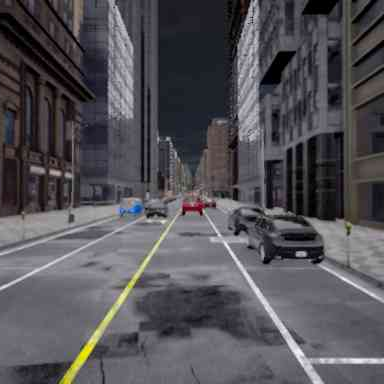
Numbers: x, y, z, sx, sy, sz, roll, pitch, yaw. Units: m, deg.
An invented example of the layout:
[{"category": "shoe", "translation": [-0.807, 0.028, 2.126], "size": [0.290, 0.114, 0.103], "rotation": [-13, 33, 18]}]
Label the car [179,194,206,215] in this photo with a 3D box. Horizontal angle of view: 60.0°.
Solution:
[{"category": "car", "translation": [0.046, 1.374, 35.493], "size": [2.150, 2.045, 5.566], "rotation": [0, 0, 0]}]

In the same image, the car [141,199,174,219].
[{"category": "car", "translation": [-3.116, 1.680, 31.098], "size": [2.033, 1.411, 5.357], "rotation": [0, 0, 0]}]

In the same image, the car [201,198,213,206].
[{"category": "car", "translation": [2.643, 1.803, 60.122], "size": [1.887, 1.381, 4.507], "rotation": [1, 0, 0]}]

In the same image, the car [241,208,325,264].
[{"category": "car", "translation": [3.139, 1.555, 11.994], "size": [1.837, 1.490, 4.892], "rotation": [0, 0, 0]}]

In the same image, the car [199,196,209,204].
[{"category": "car", "translation": [2.637, 1.749, 71.370], "size": [1.967, 1.590, 4.097], "rotation": [1, 0, 0]}]

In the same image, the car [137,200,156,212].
[{"category": "car", "translation": [-5.874, 1.750, 43.250], "size": [1.947, 1.339, 4.313], "rotation": [1, 0, 0]}]

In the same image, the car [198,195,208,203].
[{"category": "car", "translation": [2.632, 1.675, 82.619], "size": [2.192, 1.841, 5.009], "rotation": [1, 0, 0]}]

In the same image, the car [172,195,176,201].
[{"category": "car", "translation": [-5.893, 1.675, 82.622], "size": [2.192, 1.841, 5.009], "rotation": [1, 0, 0]}]

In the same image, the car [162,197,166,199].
[{"category": "car", "translation": [-5.880, 1.784, 54.499], "size": [2.008, 1.369, 4.403], "rotation": [1, 0, 0]}]

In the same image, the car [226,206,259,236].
[{"category": "car", "translation": [3.135, 1.585, 18.994], "size": [1.837, 1.490, 4.892], "rotation": [0, 0, 0]}]

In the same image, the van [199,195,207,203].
[{"category": "van", "translation": [2.635, 1.675, 76.995], "size": [1.690, 1.788, 3.998], "rotation": [1, 0, 0]}]

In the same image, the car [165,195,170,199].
[{"category": "car", "translation": [-5.886, 1.849, 65.748], "size": [1.947, 1.339, 4.313], "rotation": [1, 0, 0]}]

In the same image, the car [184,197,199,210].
[{"category": "car", "translation": [0.017, 1.556, 47.910], "size": [2.097, 1.767, 4.553], "rotation": [0, 0, 1]}]

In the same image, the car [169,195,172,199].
[{"category": "car", "translation": [-5.889, 1.853, 71.372], "size": [1.887, 1.381, 4.507], "rotation": [1, 0, 0]}]

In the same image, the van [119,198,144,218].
[{"category": "van", "translation": [-5.865, 1.477, 32.002], "size": [1.690, 1.788, 3.998], "rotation": [1, 0, 0]}]

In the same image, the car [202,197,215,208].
[{"category": "car", "translation": [2.647, 1.674, 54.498], "size": [1.967, 1.590, 4.097], "rotation": [1, 0, 0]}]

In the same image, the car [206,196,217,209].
[{"category": "car", "translation": [2.649, 1.754, 48.873], "size": [1.887, 1.381, 4.507], "rotation": [1, 0, 0]}]
